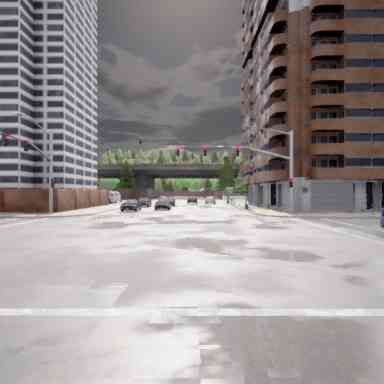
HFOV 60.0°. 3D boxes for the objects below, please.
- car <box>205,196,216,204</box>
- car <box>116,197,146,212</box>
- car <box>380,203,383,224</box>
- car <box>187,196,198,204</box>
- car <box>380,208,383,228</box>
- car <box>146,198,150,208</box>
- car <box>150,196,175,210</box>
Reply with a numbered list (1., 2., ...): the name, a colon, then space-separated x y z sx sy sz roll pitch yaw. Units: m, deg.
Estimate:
1. car: 3.455 1.524 63.109 1.812 1.442 4.674 0 0 0
2. car: -7.127 1.546 39.369 2.033 1.411 5.357 0 0 0
3. car: 15.998 1.504 23.080 4.892 1.490 1.837 0 0 0
4. car: 0.056 1.503 63.142 1.837 1.490 4.892 0 0 0
5. car: 12.055 1.220 15.910 5.566 2.045 2.150 0 0 0
6. car: -7.124 1.546 49.722 2.033 1.411 5.357 0 0 0
7. car: -3.628 1.546 42.242 2.033 1.411 5.357 0 0 0
